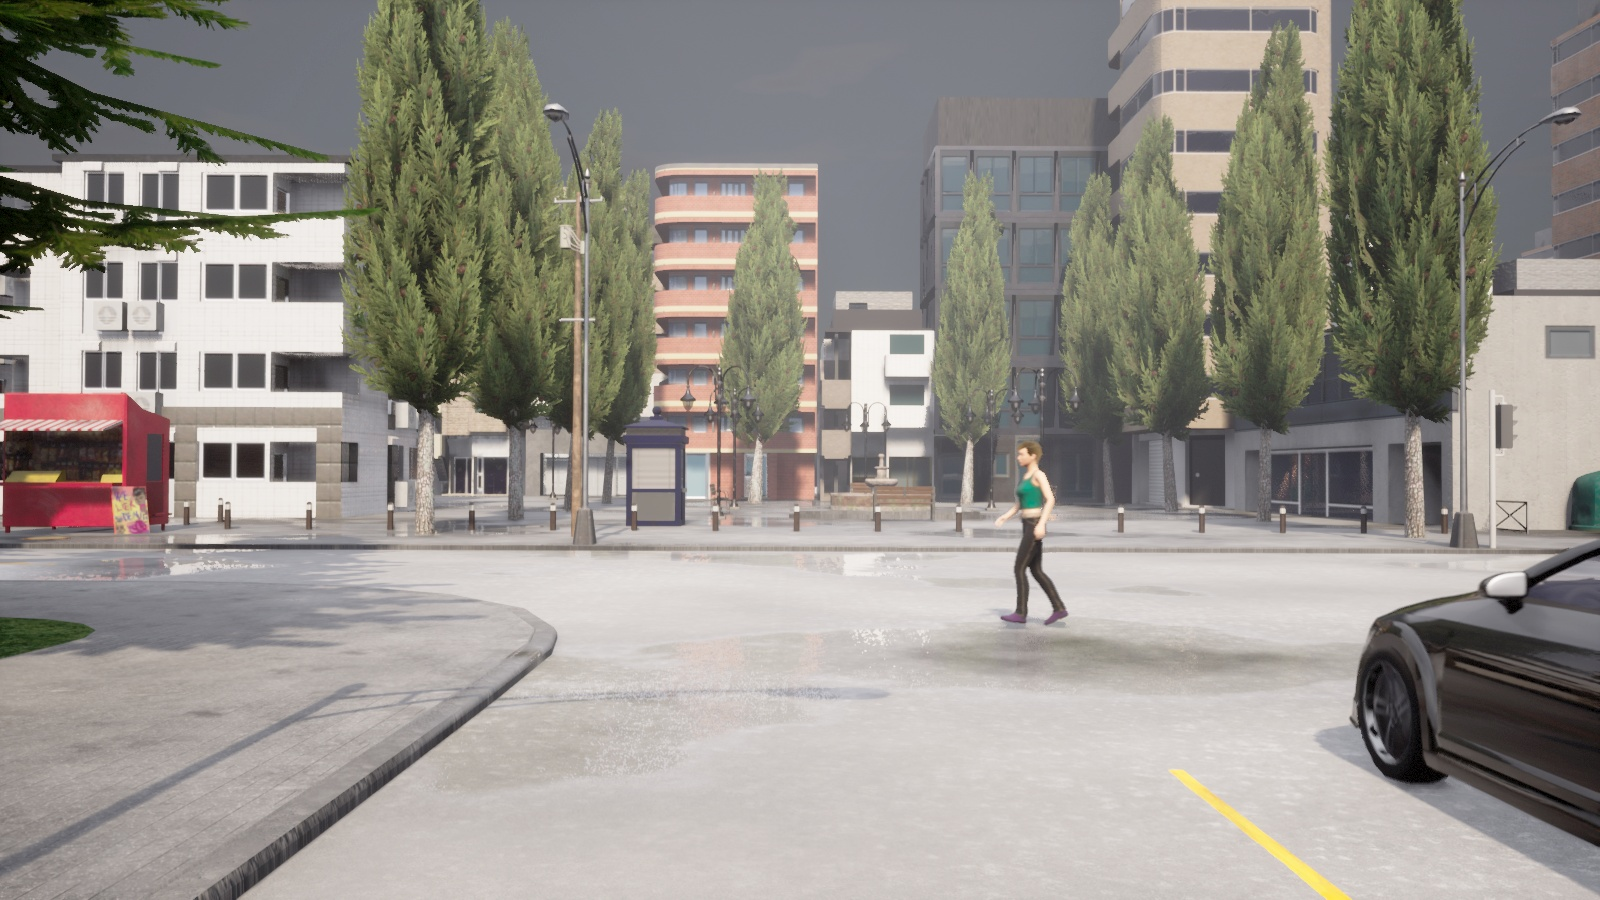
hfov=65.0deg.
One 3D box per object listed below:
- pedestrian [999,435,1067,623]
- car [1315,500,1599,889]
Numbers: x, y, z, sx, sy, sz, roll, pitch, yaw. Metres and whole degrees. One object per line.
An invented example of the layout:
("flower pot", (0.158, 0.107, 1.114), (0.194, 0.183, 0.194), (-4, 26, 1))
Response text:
("pedestrian", (2.310, 0.779, 12.489), (0.594, 1.836, 0.345), (0, -1, 0))
("car", (3.980, 0.950, 5.166), (1.994, 1.385, 4.181), (0, -1, 0))
